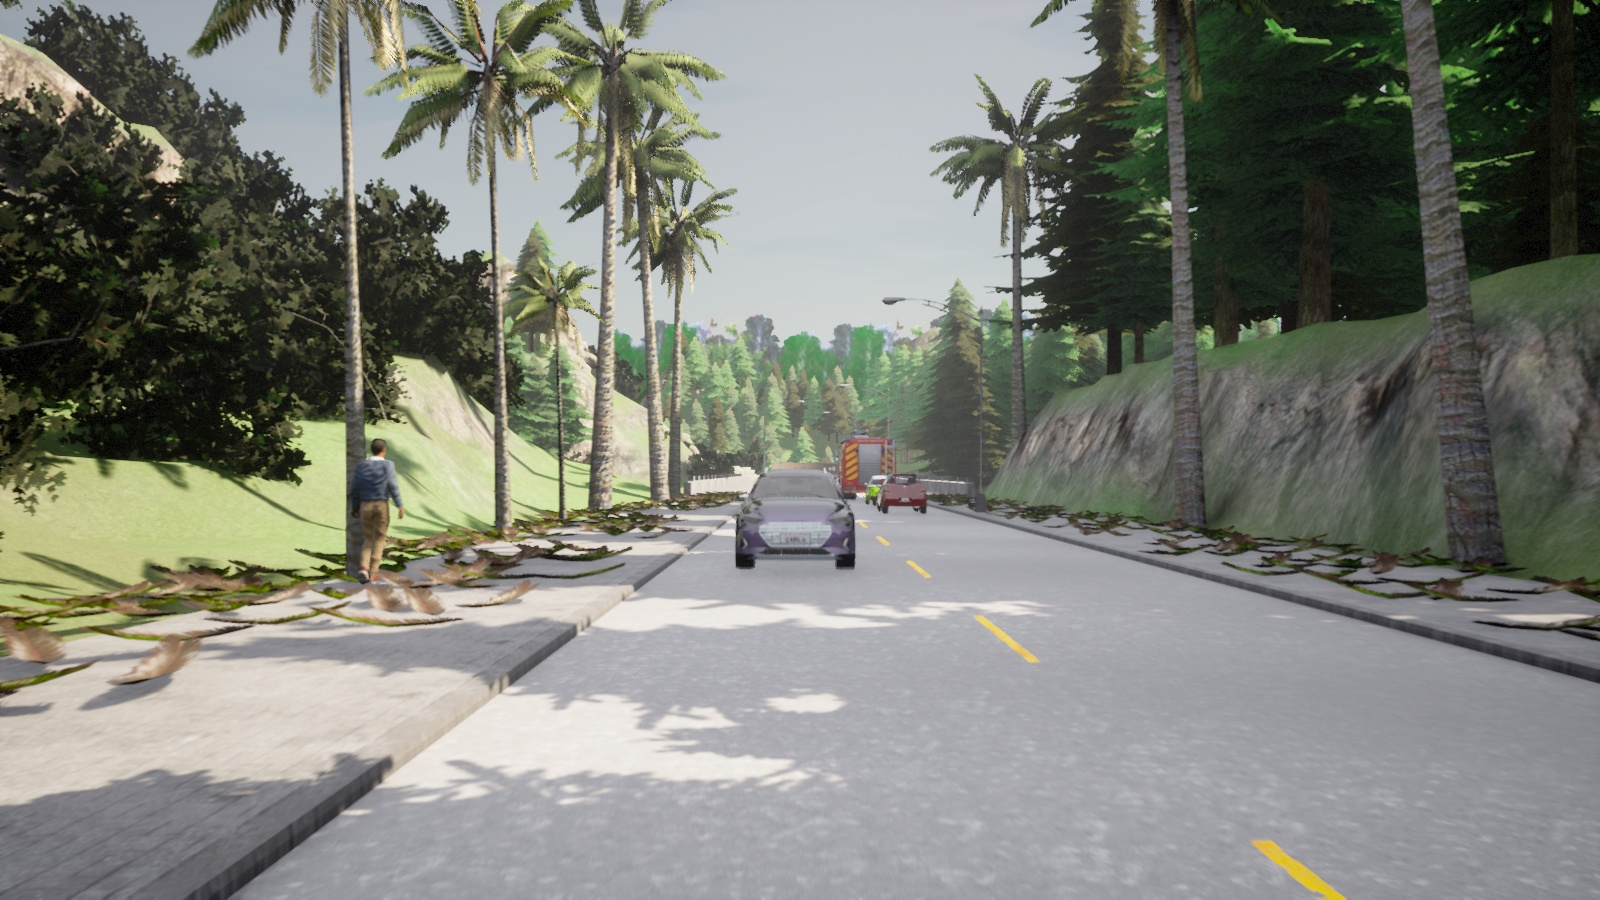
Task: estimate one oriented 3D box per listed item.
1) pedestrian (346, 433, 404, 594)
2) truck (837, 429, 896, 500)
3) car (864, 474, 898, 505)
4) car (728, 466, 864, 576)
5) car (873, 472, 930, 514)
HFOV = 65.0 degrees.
[{"bbox_3d":[-5.276,0.771,15.621,0.423,1.949,0.788,0,-1,3],"label":"pedestrian"},{"bbox_3d":[3.738,0.842,72.086,2.891,3.827,8.468,0,-1,0],"label":"truck"},{"bbox_3d":[3.791,1.841,59.004,1.481,1.376,2.207,0,0,0],"label":"car"},{"bbox_3d":[-0.068,1.101,21.353,2.033,1.649,4.856,0,-1,0],"label":"car"},{"bbox_3d":[3.834,1.614,47.795,1.845,1.501,3.633,0,-1,0],"label":"car"}]
